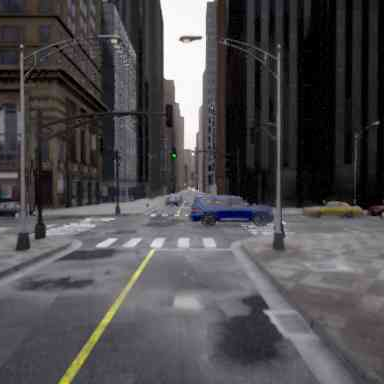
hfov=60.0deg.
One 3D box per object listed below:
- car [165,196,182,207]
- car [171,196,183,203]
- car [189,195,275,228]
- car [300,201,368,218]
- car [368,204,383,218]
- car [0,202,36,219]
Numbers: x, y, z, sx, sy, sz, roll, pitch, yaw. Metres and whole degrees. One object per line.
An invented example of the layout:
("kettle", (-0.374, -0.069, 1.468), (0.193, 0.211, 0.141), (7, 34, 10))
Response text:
("car", (-3.038, 1.447, 51.821), (1.882, 1.535, 5.008), (0, 0, 0))
("car", (-2.987, 1.502, 67.356), (2.033, 1.411, 5.357), (0, 0, 0))
("car", (2.582, 1.252, 21.992), (5.566, 2.045, 2.150), (0, 1, 0))
("car", (11.595, 1.413, 27.772), (4.829, 1.417, 1.752), (0, 1, 0))
("car", (17.065, 1.419, 27.789), (4.507, 1.381, 1.887), (0, 1, 0))
("car", (-15.326, 1.522, 27.689), (4.403, 1.369, 2.008), (0, 1, 0))
